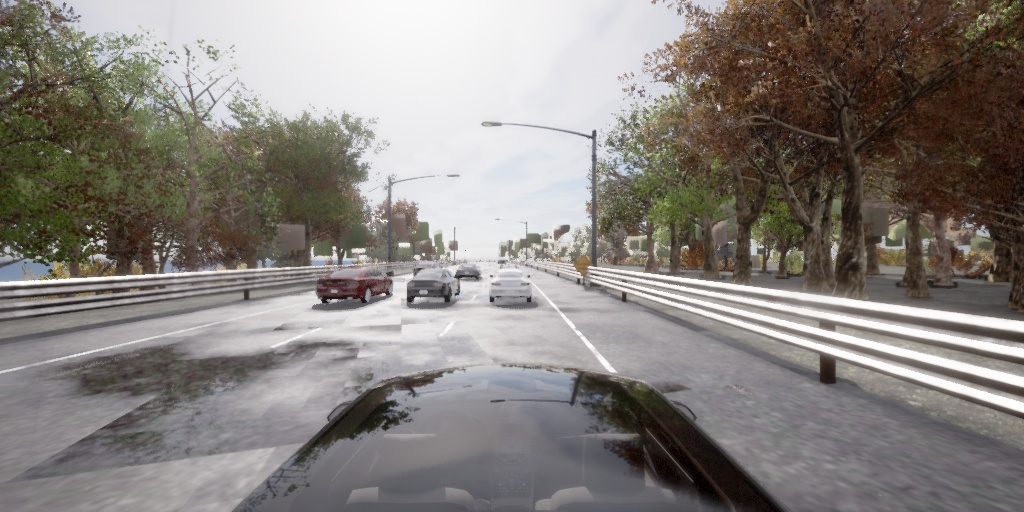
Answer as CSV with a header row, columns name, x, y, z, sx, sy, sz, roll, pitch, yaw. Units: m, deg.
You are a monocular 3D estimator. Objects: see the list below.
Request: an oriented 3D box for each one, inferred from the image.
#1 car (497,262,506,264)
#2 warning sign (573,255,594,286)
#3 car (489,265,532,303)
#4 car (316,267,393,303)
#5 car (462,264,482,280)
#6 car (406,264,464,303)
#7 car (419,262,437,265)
name,x,y,z,sx,sy,sz,roll,pitch,yaw
car,-0.301,1.411,31.870,1.895,1.301,4.718,0,0,-1
warning sign,4.413,0.887,22.022,1.300,1.860,1.060,0,0,-1
car,-0.076,1.296,16.754,1.812,1.442,4.674,0,0,-1
car,-7.075,1.247,16.684,1.882,1.535,5.008,0,0,-1
car,-3.800,1.366,31.770,1.994,1.385,4.181,0,0,-1
car,-3.576,1.296,16.719,1.812,1.442,4.674,0,0,-1
car,-7.300,1.309,31.702,1.837,1.490,4.892,0,0,-1
